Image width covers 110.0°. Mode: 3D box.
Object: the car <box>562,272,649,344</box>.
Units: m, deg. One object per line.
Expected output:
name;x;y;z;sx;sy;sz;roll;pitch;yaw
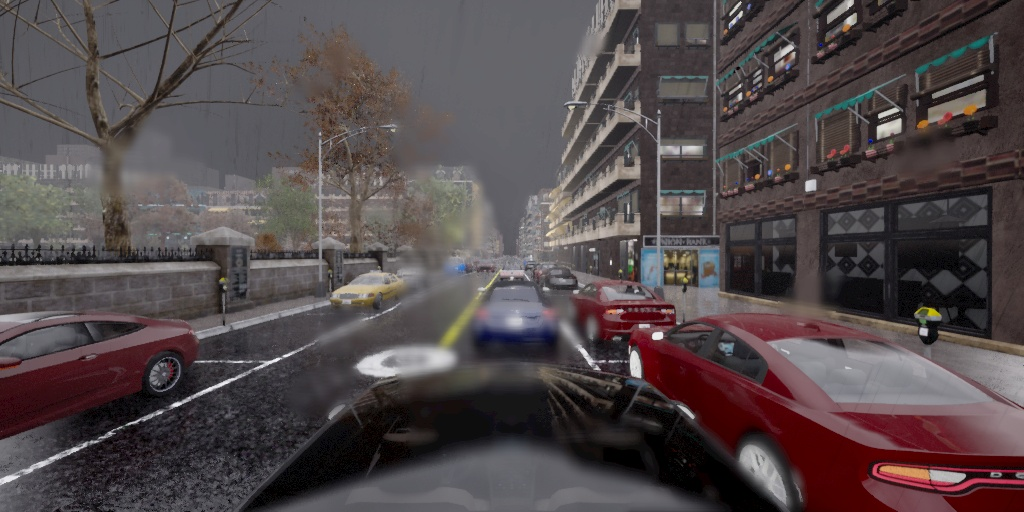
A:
car;2.674;1.295;9.469;1.888;1.381;4.507;0;0;0

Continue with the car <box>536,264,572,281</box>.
car;2.648;1.317;20.539;1.948;1.339;4.313;0;0;0

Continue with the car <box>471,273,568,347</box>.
car;0.082;1.314;9.307;1.994;1.385;4.181;0;0;0

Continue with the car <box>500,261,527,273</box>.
car;0.034;1.354;29.341;1.895;1.301;4.718;0;0;1

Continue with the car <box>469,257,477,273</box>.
car;-5.785;1.071;42.659;2.192;1.841;5.009;0;0;0

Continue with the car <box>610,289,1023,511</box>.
car;2.686;1.295;3.934;1.888;1.381;4.507;0;0;0

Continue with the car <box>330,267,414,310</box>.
car;-5.719;1.275;14.814;1.751;1.417;4.829;0;0;0

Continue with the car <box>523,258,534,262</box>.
car;2.583;1.324;48.214;1.948;1.339;4.313;0;0;0

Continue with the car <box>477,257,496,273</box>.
car;-3.103;1.106;43.439;2.097;1.767;4.553;0;0;0

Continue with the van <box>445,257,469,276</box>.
van;-5.772;1.096;37.123;1.690;1.789;3.998;0;0;0

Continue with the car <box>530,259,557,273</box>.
car;2.635;1.192;26.074;1.967;1.591;4.097;0;0;0

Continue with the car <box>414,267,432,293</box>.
car;-5.733;1.301;20.519;2.007;1.370;4.403;0;0;0

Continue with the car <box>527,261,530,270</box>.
car;2.622;1.319;31.609;1.948;1.339;4.313;0;0;0

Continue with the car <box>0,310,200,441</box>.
car;-5.694;1.332;3.914;1.802;1.307;4.207;0;0;0
